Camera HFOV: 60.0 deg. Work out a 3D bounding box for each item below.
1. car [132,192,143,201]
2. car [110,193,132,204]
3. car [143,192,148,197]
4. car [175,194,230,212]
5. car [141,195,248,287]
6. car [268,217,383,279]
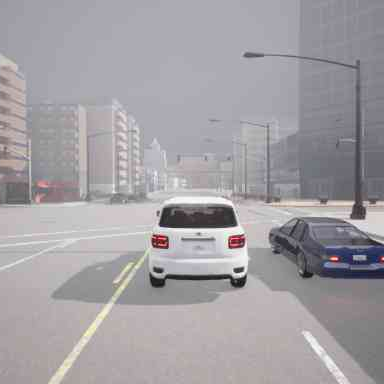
[{"bbox_3d":[-10.216,0.867,57.076,1.994,1.385,4.181,0,0,0],"label":"car"},{"bbox_3d":[-10.283,0.877,47.076,1.837,1.490,4.892,0,1,1],"label":"car"},{"bbox_3d":[-10.106,0.736,67.163,1.882,1.535,5.008,0,0,1],"label":"car"},{"bbox_3d":[1.037,1.018,32.468,5.008,1.535,1.882,0,0,-19],"label":"car"},{"bbox_3d":[0.147,1.128,9.213,2.150,2.045,5.566,0,1,0],"label":"car"},{"bbox_3d":[3.663,1.441,9.755,2.033,1.411,5.357,0,1,0],"label":"car"}]
